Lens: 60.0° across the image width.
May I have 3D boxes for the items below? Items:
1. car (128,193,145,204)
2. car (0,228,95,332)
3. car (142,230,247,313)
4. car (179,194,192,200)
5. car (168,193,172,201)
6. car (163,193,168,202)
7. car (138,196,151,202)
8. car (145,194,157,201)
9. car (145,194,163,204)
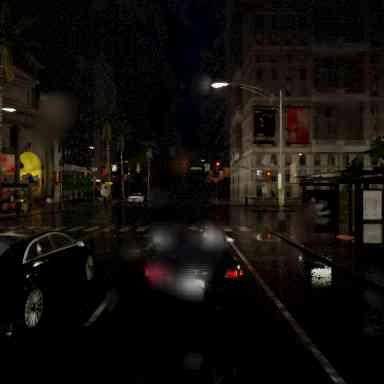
[{"bbox_3d":[-10.637,1.221,63.226,2.150,2.045,5.566,0,0,0],"label":"car"},{"bbox_3d":[-3.452,1.492,6.816,2.128,1.511,4.902,0,0,0],"label":"car"},{"bbox_3d":[0.053,1.564,7.749,1.994,1.385,4.181,0,0,0],"label":"car"},{"bbox_3d":[-1.365,1.478,95.327,1.882,1.535,5.008,0,0,19],"label":"car"},{"bbox_3d":[-6.974,1.524,84.933,1.812,1.442,4.674,0,0,3],"label":"car"},{"bbox_3d":[-7.106,1.355,74.392,2.097,1.767,4.553,0,0,0],"label":"car"},{"bbox_3d":[-10.607,1.540,74.875,2.033,1.411,5.357,0,0,0],"label":"car"},{"bbox_3d":[-10.465,1.355,85.144,2.097,1.767,4.553,0,0,3],"label":"car"},{"bbox_3d":[-7.150,1.563,62.953,1.994,1.385,4.181,0,0,0],"label":"car"}]
